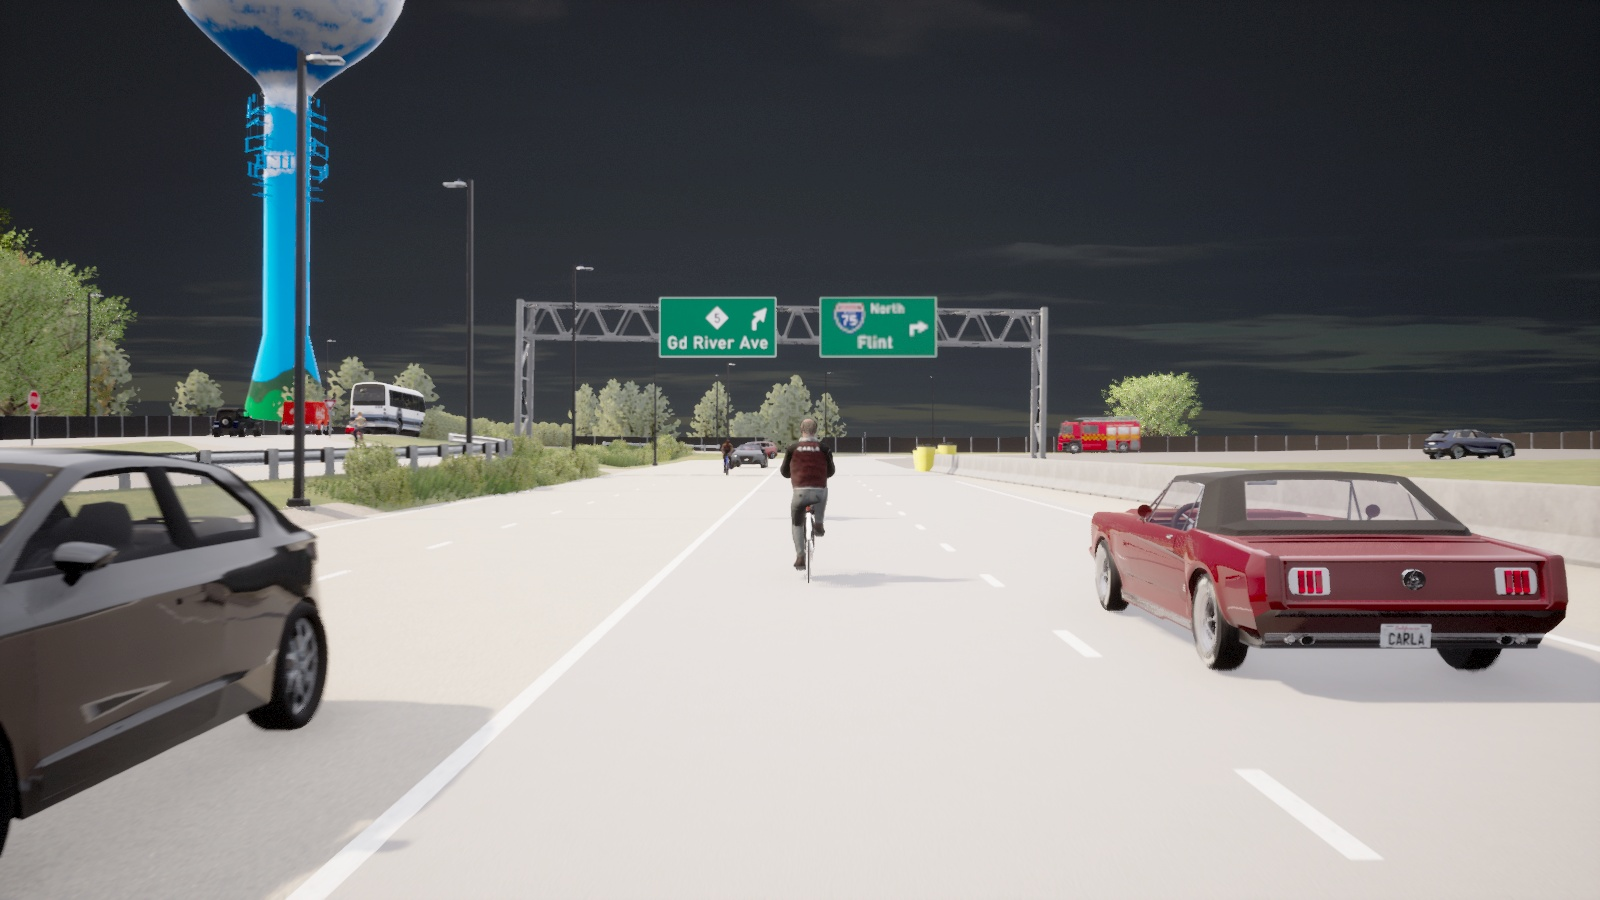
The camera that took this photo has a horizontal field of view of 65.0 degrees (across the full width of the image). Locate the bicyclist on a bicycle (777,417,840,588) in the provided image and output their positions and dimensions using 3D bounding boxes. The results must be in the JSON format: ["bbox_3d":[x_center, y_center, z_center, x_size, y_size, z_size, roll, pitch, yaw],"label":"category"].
[{"bbox_3d":[0.096,0.539,13.996,0.659,1.776,1.843,0,1,0],"label":"bicyclist on a bicycle"}]

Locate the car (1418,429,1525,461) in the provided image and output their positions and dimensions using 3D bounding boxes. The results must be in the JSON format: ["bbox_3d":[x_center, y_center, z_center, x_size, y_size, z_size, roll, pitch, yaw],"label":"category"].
[{"bbox_3d":[36.077,-0.257,67.504,4.856,1.649,2.033,-1,0,-11],"label":"car"}]

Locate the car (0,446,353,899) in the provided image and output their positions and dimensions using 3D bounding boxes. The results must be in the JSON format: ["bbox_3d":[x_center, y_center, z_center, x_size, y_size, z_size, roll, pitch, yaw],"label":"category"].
[{"bbox_3d":[-3.456,0.729,5.028,1.816,1.474,4.193,0,0,0],"label":"car"}]

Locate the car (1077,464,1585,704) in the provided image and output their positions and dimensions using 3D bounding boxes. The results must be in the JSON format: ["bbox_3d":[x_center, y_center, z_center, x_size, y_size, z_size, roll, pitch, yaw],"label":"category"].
[{"bbox_3d":[3.570,0.797,9.574,1.895,1.301,4.718,0,0,0],"label":"car"}]

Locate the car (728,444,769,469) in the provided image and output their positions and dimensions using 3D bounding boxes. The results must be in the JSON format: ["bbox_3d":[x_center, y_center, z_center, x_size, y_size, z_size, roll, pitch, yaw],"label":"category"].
[{"bbox_3d":[-2.924,0.348,72.269,1.994,1.385,4.181,0,0,3],"label":"car"}]

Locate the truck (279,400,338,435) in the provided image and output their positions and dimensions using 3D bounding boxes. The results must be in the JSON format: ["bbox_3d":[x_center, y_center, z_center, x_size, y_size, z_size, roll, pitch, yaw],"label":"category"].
[{"bbox_3d":[-36.068,-2.354,92.391,2.627,2.467,5.204,0,0,-5],"label":"truck"}]

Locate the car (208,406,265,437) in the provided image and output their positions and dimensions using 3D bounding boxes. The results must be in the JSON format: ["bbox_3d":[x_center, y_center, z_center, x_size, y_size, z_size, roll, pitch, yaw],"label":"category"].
[{"bbox_3d":[-35.865,-1.815,80.018,1.905,1.878,3.866,0,1,-1],"label":"car"}]
